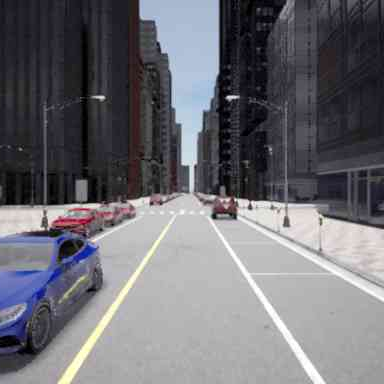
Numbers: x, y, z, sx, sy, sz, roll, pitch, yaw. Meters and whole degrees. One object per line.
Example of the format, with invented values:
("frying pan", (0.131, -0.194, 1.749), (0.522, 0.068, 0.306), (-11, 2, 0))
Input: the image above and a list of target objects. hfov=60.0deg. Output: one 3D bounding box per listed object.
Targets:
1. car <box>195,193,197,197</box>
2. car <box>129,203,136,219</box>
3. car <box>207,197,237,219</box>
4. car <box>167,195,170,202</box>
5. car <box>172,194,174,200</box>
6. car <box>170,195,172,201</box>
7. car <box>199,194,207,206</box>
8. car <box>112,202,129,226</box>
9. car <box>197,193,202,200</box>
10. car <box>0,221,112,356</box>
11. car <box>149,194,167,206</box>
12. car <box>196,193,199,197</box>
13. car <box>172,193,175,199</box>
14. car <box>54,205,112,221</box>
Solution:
("car", (2.557, 1.513, 89.264), (2.008, 1.369, 4.403), (0, 0, 0))
("car", (-5.826, 1.563, 28.555), (1.802, 1.307, 4.206), (0, 0, 0))
("car", (2.699, 1.291, 28.594), (2.192, 1.841, 5.009), (0, 0, 0))
("car", (-5.915, 1.492, 66.511), (1.752, 1.417, 4.829), (0, 0, 0))
("car", (-5.941, 1.531, 77.954), (1.947, 1.339, 4.313), (0, 0, 0))
("car", (-5.928, 1.510, 72.318), (1.887, 1.381, 4.507), (0, 0, 0))
("car", (2.636, 1.514, 55.448), (2.008, 1.369, 4.403), (0, 0, 0))
("car", (-5.813, 1.567, 22.936), (1.802, 1.307, 4.206), (0, 0, 0))
("car", (2.597, 1.505, 72.356), (1.887, 1.381, 4.507), (0, 0, 0))
("car", (-3.011, 1.522, 6.205), (1.812, 1.442, 4.674), (0, 0, 0))
("car", (-5.889, 1.284, 55.408), (2.192, 1.841, 5.009), (0, 0, 0))
("car", (2.584, 1.505, 77.992), (1.887, 1.381, 4.507), (0, 0, 0))
("car", (-5.954, 1.491, 83.421), (1.752, 1.417, 4.829), (0, 0, 0))
("car", (-5.800, 1.534, 17.318), (1.887, 1.381, 4.507), (0, 0, 0))
